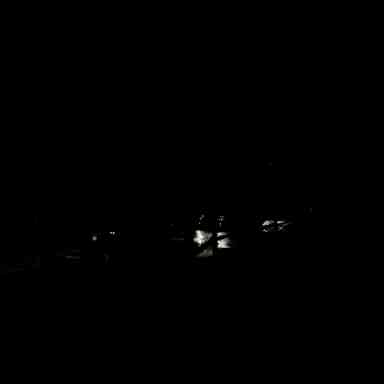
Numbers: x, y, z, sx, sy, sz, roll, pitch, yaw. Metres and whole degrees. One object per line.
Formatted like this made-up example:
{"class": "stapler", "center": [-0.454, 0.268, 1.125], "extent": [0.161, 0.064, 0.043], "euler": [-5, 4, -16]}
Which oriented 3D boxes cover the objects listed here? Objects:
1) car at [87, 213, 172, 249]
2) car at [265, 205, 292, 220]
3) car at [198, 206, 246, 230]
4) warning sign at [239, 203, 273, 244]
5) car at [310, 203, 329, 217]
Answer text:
{"class": "car", "center": [-2.919, 1.797, 16.507], "extent": [2.128, 1.511, 4.902], "euler": [0, -1, 33]}
{"class": "car", "center": [9.689, 2.214, 37.102], "extent": [1.882, 1.535, 5.008], "euler": [0, -1, 31]}
{"class": "car", "center": [2.322, 1.836, 25.041], "extent": [2.097, 1.767, 4.553], "euler": [0, -1, 31]}
{"class": "warning sign", "center": [3.134, 1.481, 16.175], "extent": [1.300, 1.860, 1.060], "euler": [0, -1, 31]}
{"class": "car", "center": [16.730, 2.249, 43.009], "extent": [2.097, 1.767, 4.553], "euler": [0, -1, 30]}
